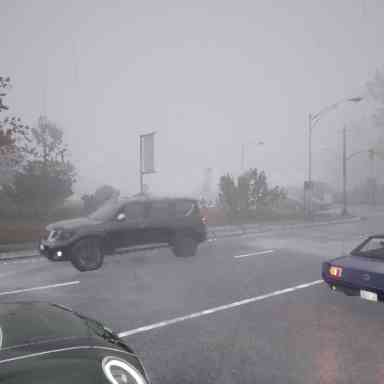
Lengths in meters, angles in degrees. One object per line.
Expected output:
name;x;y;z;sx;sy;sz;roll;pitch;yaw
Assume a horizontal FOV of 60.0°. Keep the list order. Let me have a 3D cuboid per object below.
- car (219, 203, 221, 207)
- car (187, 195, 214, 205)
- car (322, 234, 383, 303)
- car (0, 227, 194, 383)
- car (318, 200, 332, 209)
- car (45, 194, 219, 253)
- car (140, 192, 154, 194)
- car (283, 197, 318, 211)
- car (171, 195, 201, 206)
car;5.259;1.142;43.984;2.097;1.767;4.553;-1;0;-39
car;1.291;1.291;54.561;1.812;1.442;4.674;-1;0;-38
car;5.010;1.573;7.305;4.718;1.301;1.895;0;0;-35
car;-2.462;1.352;1.967;4.553;1.767;2.097;0;0;-36
car;13.595;1.303;39.167;2.033;1.411;5.357;-1;0;-39
car;-2.035;1.212;11.130;5.566;2.045;2.150;0;0;-35
car;-8.046;1.024;60.726;2.150;2.045;5.566;-1;0;-38
car;10.962;1.291;36.856;1.837;1.490;4.892;-1;0;-39
car;-0.956;1.287;51.767;2.128;1.511;4.902;-1;0;-38
